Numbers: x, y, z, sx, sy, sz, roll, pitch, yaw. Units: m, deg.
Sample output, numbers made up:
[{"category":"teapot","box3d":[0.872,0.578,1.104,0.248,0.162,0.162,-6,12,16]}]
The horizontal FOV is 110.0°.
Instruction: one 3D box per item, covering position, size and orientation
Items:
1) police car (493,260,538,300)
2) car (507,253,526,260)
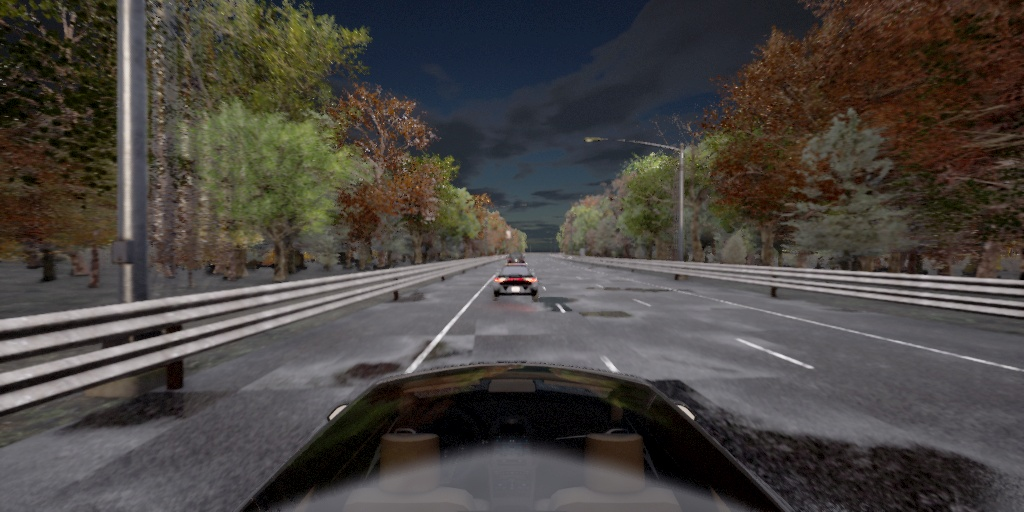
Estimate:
[{"category":"police car","box3d":[0.159,1.130,16.841,2.038,1.542,4.974,0,0,0]},{"category":"car","box3d":[0.533,0.606,46.064,2.150,2.045,5.566,0,1,2]}]
